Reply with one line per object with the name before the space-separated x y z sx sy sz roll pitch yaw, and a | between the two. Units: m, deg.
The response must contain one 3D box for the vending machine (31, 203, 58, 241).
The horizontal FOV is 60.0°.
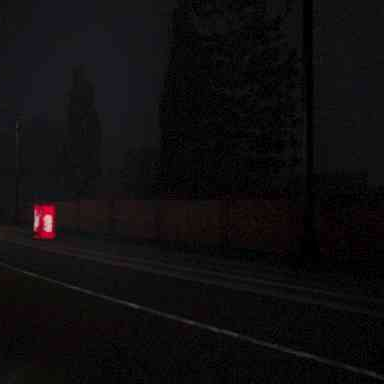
vending machine | -8.513 1.716 19.212 1.100 2.100 0.880 3 -3 -43
